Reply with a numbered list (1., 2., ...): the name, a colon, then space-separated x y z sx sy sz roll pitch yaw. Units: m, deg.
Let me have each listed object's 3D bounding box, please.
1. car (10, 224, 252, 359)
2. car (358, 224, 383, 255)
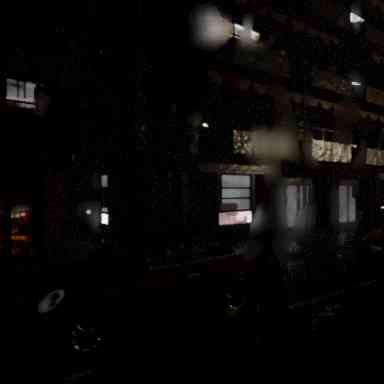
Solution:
1. car: -0.915 1.438 5.914 4.097 1.590 1.967 0 0 -36
2. car: 7.946 1.514 12.234 4.829 1.417 1.752 0 0 -36
